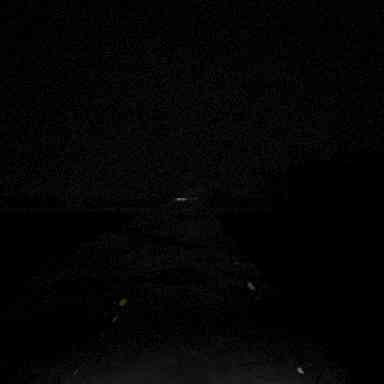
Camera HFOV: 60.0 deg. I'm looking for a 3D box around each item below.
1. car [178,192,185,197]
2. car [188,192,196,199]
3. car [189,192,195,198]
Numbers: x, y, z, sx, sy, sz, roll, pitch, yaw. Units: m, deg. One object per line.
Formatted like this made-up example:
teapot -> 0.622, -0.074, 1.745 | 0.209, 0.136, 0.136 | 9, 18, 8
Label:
car -> -2.780, 0.616, 88.926 | 1.994, 1.385, 4.181 | 0, 0, 0
car -> -0.028, 0.995, 83.904 | 2.128, 1.511, 4.902 | 0, 0, 0
car -> -0.032, 0.849, 93.940 | 1.812, 1.442, 4.674 | 0, 0, 0
